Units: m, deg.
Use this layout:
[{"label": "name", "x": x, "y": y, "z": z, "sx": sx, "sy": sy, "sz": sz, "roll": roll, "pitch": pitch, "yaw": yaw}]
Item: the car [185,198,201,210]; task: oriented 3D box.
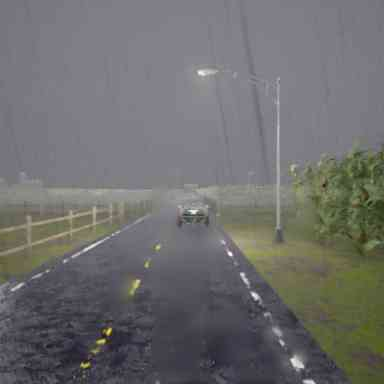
[{"label": "car", "x": 0.118, "y": 1.544, "z": 42.832, "sx": 1.994, "sy": 1.385, "sz": 4.181, "roll": 0, "pitch": 0, "yaw": 0}]

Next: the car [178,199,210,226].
[{"label": "car", "x": 0.108, "y": 1.346, "z": 23.331, "sx": 2.097, "sy": 1.767, "sz": 4.553, "roll": 0, "pitch": 0, "yaw": 0}]
